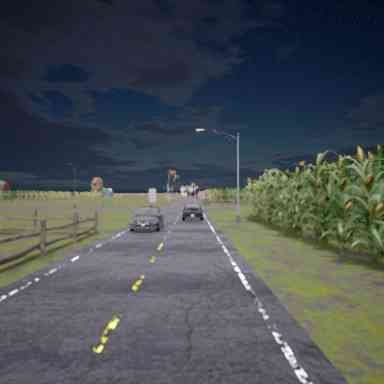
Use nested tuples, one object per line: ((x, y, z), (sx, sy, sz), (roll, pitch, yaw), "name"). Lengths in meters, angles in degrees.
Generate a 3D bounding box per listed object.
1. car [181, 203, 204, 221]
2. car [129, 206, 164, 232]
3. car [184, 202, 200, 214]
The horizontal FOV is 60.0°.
((0.064, 1.790, 30.665), (1.837, 1.490, 4.892), (0, -1, 0), "car")
((-2.861, 1.710, 21.811), (1.837, 1.490, 4.892), (0, -1, 0), "car")
((0.023, 1.982, 41.513), (1.895, 1.301, 4.718), (0, 0, 0), "car")
